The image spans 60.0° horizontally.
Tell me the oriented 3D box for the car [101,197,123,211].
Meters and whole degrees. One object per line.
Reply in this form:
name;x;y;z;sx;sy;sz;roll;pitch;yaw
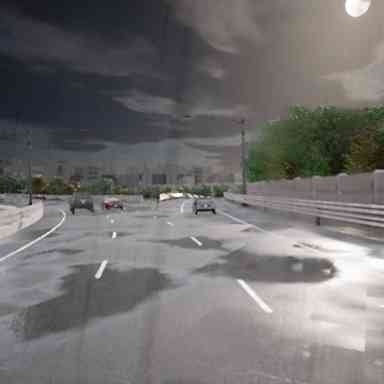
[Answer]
car;-9.197;1.313;38.109;1.812;1.442;4.674;-1;1;-24

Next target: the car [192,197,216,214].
car;1.027;1.198;30.091;2.033;1.411;5.357;-1;1;-3

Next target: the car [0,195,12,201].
car;-47.032;1.450;82.609;5.008;1.535;1.882;-1;1;31

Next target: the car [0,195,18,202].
car;-41.398;1.695;74.140;4.718;1.301;1.895;-1;1;37

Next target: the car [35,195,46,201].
car;-36.799;1.427;79.433;5.008;1.535;1.882;-1;1;37

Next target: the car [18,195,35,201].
car;-38.952;1.379;76.669;4.553;1.767;2.097;-1;1;37

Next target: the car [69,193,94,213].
car;-11.865;1.098;35.570;2.150;2.045;5.566;-1;1;-23
